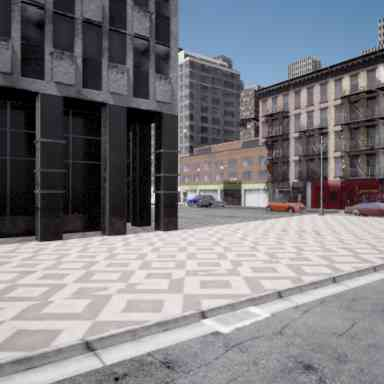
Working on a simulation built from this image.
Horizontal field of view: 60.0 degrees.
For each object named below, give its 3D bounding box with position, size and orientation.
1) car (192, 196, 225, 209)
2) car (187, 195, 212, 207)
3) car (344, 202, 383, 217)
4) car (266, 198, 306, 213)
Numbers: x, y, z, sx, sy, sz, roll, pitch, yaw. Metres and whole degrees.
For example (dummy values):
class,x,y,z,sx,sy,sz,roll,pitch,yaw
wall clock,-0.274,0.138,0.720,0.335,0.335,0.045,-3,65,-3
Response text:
class,x,y,z,sx,sy,sz,roll,pitch,yaw
car,2.748,1.744,48.962,2.128,1.511,4.902,0,0,-36
car,1.408,1.523,56.095,2.150,2.045,5.566,0,0,-36
car,16.579,1.647,30.083,2.033,1.411,5.357,0,-1,-33
car,10.745,1.522,38.015,2.097,1.767,4.553,0,-1,-36
